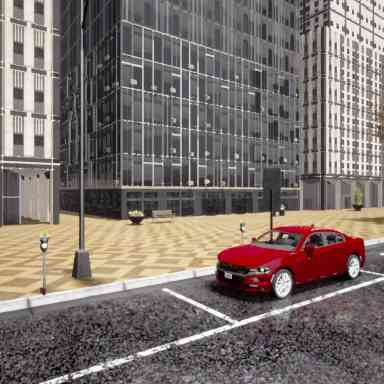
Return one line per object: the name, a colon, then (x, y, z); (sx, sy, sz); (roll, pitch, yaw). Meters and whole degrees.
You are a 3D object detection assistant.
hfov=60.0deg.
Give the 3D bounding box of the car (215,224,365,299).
car: (2.604, 1.546, 8.422); (4.507, 1.381, 1.887); (0, 0, -36)
